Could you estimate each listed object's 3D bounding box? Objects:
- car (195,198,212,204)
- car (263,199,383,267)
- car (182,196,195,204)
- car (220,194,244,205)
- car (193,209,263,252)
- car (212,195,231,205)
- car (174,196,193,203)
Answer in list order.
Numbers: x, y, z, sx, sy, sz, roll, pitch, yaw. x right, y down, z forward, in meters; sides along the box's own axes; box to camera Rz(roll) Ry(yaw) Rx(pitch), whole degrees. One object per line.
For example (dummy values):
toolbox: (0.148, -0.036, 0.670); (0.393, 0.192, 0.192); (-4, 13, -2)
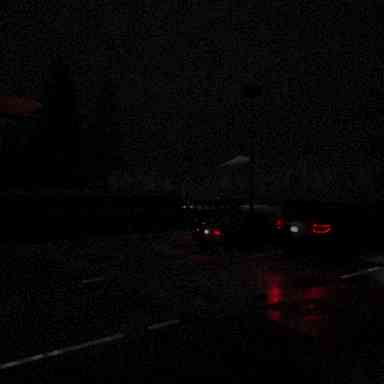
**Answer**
car: (0.981, 1.715, 59.244); (1.994, 1.385, 4.181); (0, 0, -36)
car: (5.370, 1.269, 11.896); (5.566, 2.045, 2.150); (1, 0, -35)
car: (-2.052, 1.643, 57.449); (1.837, 1.490, 4.892); (0, -1, -36)
car: (7.246, 1.402, 62.561); (2.150, 2.045, 5.566); (0, 0, -35)
car: (2.606, 1.592, 14.224); (5.357, 1.411, 2.033); (0, 0, -35)
car: (4.370, 1.767, 60.542); (1.895, 1.301, 4.718); (0, 0, -35)
car: (-1.939, 1.656, 75.314); (1.882, 1.535, 5.008); (0, 0, -36)
